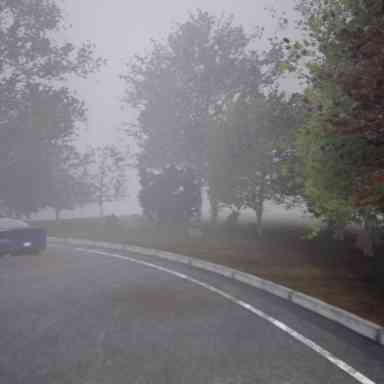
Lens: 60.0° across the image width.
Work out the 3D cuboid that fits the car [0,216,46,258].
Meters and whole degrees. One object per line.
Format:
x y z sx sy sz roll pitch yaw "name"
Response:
-7.569 1.646 12.567 5.008 1.535 1.882 -1 -1 34 "car"
